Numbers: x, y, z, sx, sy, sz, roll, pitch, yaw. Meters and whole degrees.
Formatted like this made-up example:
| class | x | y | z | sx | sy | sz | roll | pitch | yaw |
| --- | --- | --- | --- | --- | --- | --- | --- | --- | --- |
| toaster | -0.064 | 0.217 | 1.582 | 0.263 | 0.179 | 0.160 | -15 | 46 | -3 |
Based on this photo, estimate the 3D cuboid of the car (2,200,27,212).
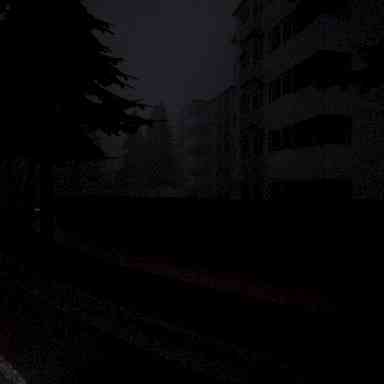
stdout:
| class | x | y | z | sx | sy | sz | roll | pitch | yaw |
| --- | --- | --- | --- | --- | --- | --- | --- | --- | --- |
| car | -20.175 | 1.564 | 38.790 | 1.994 | 1.385 | 4.181 | 0 | 0 | 2 |

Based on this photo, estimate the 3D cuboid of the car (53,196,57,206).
| class | x | y | z | sx | sy | sz | roll | pitch | yaw |
| --- | --- | --- | --- | --- | --- | --- | --- | --- | --- |
| car | -19.145 | 1.352 | 49.160 | 2.097 | 1.767 | 4.553 | 0 | 0 | 16 |
